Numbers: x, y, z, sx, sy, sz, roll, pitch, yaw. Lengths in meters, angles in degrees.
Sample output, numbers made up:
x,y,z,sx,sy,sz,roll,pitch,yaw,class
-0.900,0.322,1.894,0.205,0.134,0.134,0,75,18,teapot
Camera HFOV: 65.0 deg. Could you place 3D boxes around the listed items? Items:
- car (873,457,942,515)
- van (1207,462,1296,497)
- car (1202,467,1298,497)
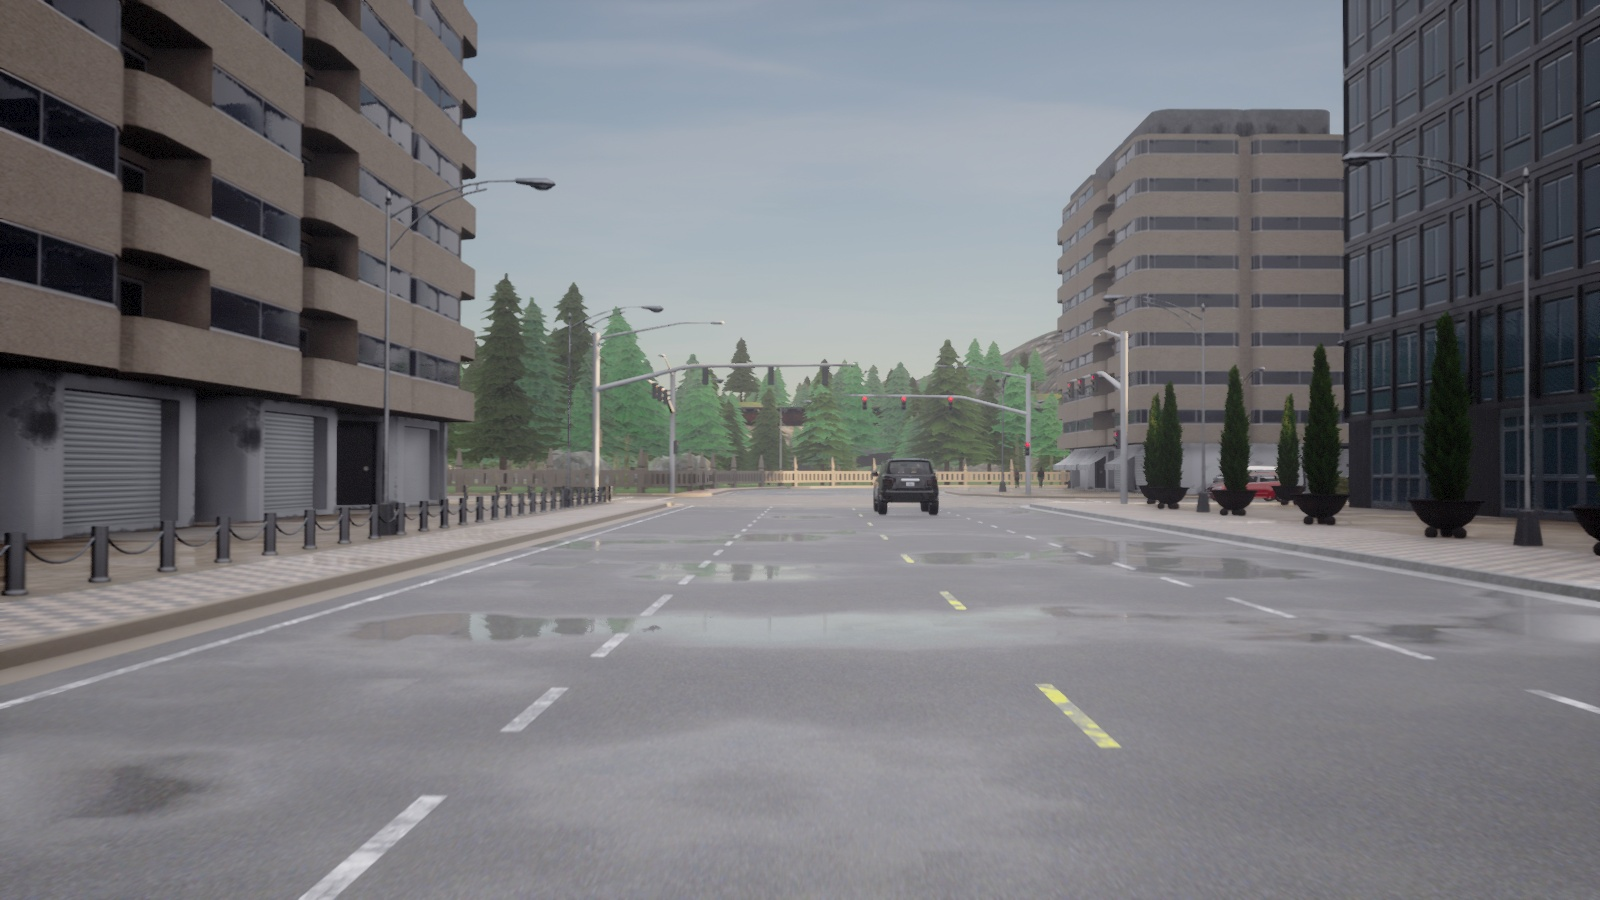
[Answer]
x,y,z,sx,sy,sz,roll,pitch,yaw,class
3.953,1.307,47.095,2.150,2.045,5.566,0,-1,1,car
26.674,1.734,74.295,4.480,2.038,2.069,0,-1,0,van
25.336,1.801,70.799,4.611,1.667,2.242,0,-1,1,car
